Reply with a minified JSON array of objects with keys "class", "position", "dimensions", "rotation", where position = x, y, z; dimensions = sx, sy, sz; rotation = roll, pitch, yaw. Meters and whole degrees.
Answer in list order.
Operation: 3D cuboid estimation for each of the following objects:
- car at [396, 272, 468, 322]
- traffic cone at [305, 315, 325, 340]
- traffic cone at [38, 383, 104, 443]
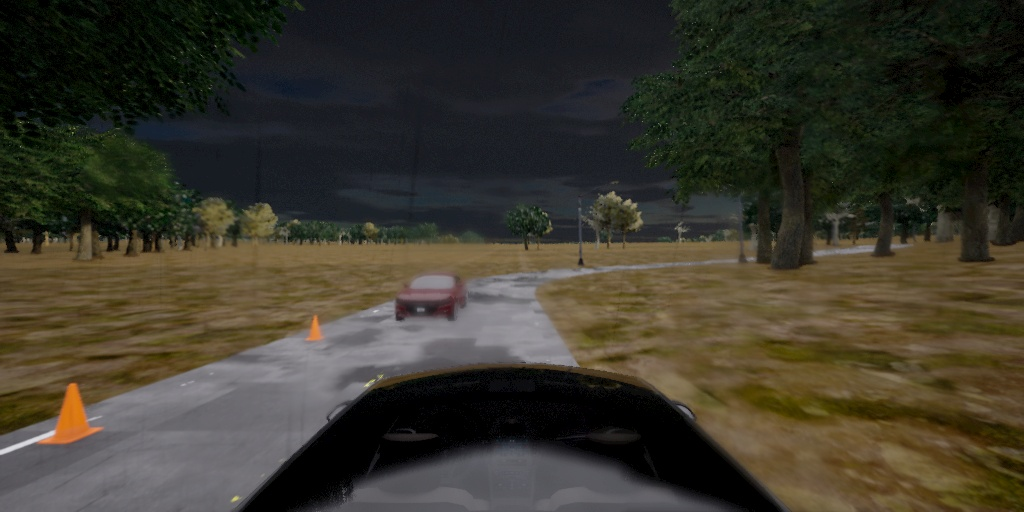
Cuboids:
[{"class":"car","position":[-2.760,1.350,13.191],"dimensions":[1.882,1.535,5.008],"rotation":[0,0,-1]},{"class":"traffic cone","position":[-4.951,1.794,9.037],"dimensions":[0.340,0.580,0.340],"rotation":[0,0,0]},{"class":"traffic cone","position":[-4.951,1.735,4.037],"dimensions":[0.340,0.580,0.340],"rotation":[0,0,0]}]
